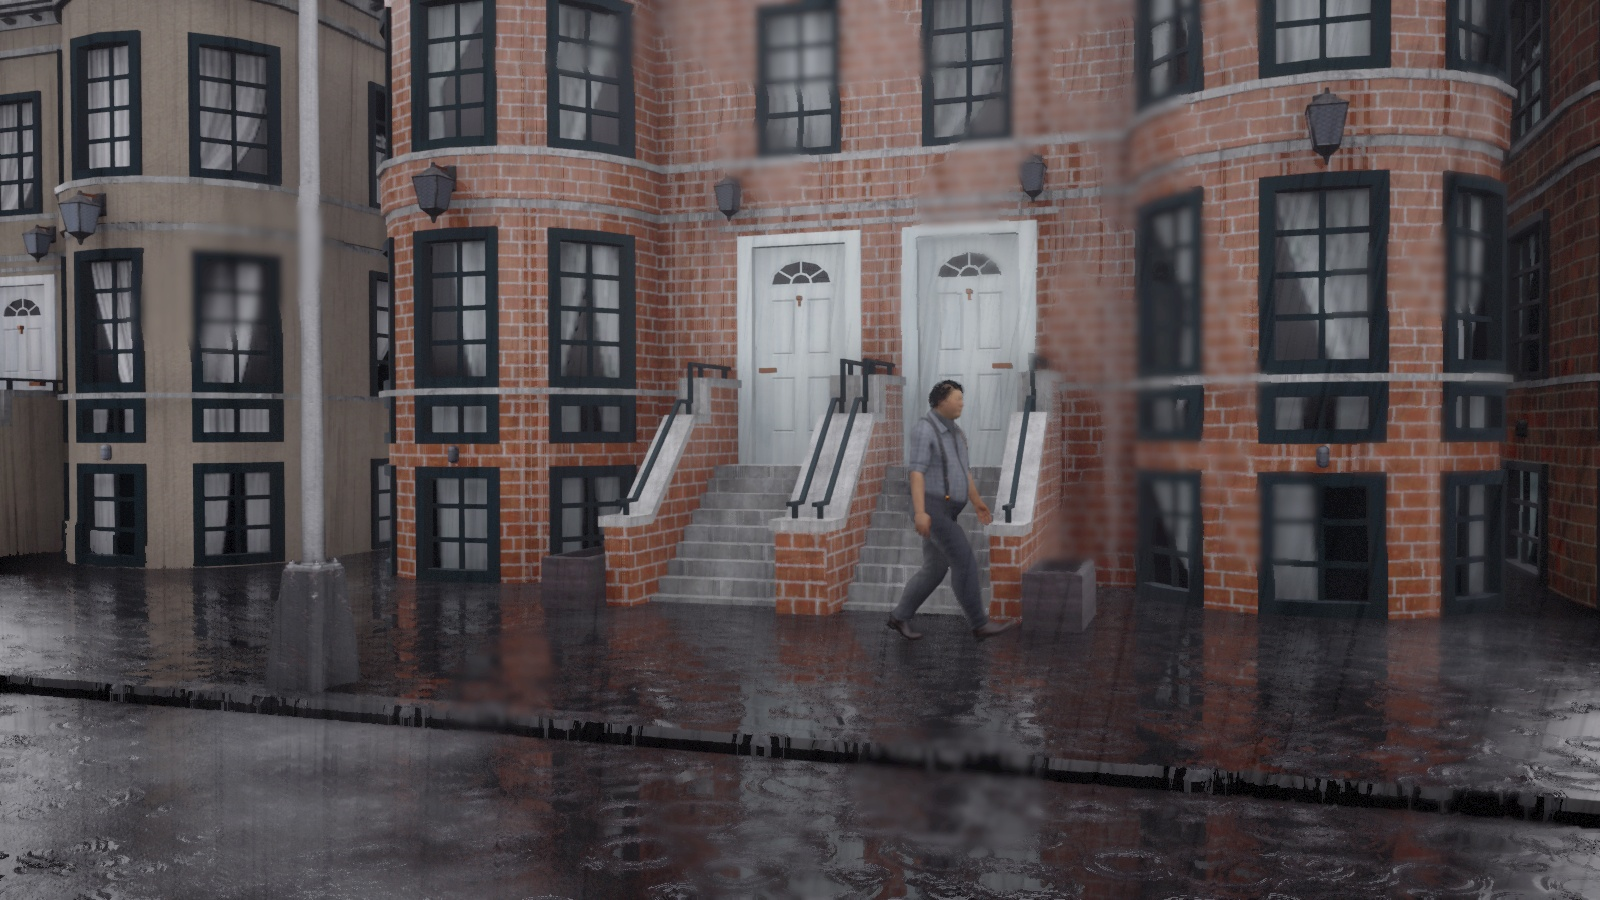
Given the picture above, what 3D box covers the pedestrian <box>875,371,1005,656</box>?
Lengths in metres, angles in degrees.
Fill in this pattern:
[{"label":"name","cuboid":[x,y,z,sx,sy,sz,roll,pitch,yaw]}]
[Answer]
[{"label":"pedestrian","cuboid":[0.953,0.403,8.554,0.694,1.848,0.540,1,1,35]}]
